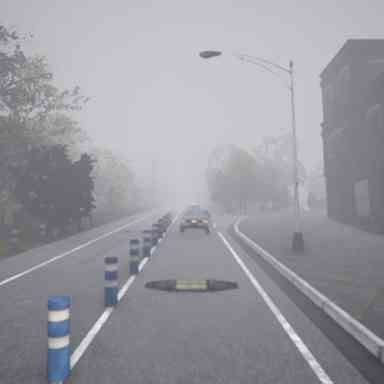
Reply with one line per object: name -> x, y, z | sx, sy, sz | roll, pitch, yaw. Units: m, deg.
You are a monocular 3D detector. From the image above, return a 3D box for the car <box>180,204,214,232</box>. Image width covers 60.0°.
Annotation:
car -> 0.387, 1.768, 21.727 | 2.033, 1.411, 5.357 | 0, 0, 6

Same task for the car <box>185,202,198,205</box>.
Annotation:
car -> 0.112, 1.968, 42.046 | 1.812, 1.442, 4.674 | 0, -1, 0
